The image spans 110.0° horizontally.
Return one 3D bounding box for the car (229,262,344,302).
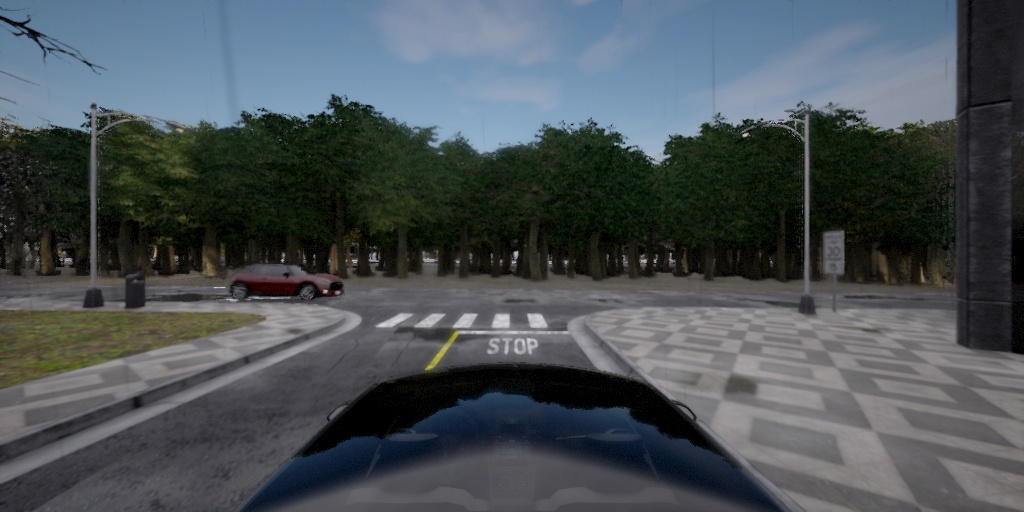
[{"bbox_3d":[-10.469,1.128,16.921,4.553,1.767,2.097,1,0,0],"label":"car"}]
